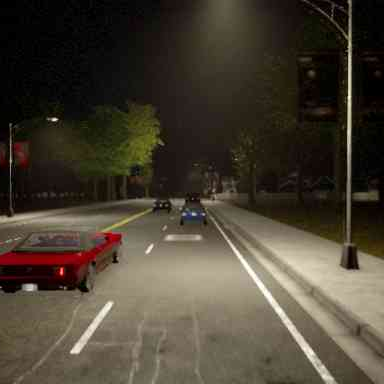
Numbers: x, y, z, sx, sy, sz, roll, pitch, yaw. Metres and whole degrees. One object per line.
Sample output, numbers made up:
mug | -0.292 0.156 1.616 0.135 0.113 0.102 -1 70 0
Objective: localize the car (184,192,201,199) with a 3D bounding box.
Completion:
car | 0.098 1.058 48.123 2.150 2.045 5.566 0 0 0

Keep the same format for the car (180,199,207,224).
car | 0.099 1.448 23.682 2.033 1.411 5.357 0 0 0

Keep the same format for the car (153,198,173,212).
car | -3.153 1.405 36.104 2.033 1.411 5.357 0 0 0

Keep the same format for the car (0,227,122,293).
car | -3.151 1.558 8.698 1.895 1.301 4.718 0 0 0
